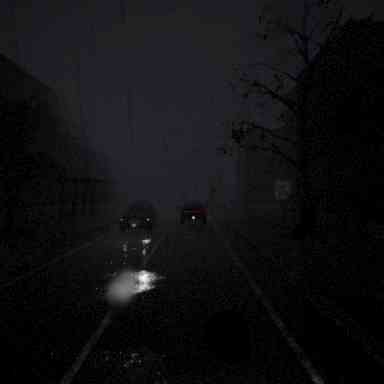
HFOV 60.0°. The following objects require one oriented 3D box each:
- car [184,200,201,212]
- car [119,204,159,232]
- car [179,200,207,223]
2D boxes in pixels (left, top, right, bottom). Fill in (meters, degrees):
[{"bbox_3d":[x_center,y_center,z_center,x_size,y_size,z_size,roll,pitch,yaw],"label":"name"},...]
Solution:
[{"bbox_3d":[0.108,1.722,42.904,2.033,1.411,5.357,0,-1,0],"label":"car"},{"bbox_3d":[-3.097,1.502,20.145,2.128,1.511,4.902,0,0,0],"label":"car"},{"bbox_3d":[0.105,1.520,25.514,1.837,1.490,4.892,0,0,0],"label":"car"}]
